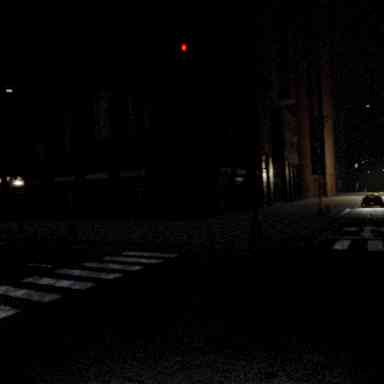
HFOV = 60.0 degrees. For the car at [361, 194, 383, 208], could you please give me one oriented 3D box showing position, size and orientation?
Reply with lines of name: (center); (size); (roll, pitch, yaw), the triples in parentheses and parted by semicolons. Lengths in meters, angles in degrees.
car: (18.883, 0.917, 34.859); (1.994, 1.385, 4.181); (-3, 0, 29)
